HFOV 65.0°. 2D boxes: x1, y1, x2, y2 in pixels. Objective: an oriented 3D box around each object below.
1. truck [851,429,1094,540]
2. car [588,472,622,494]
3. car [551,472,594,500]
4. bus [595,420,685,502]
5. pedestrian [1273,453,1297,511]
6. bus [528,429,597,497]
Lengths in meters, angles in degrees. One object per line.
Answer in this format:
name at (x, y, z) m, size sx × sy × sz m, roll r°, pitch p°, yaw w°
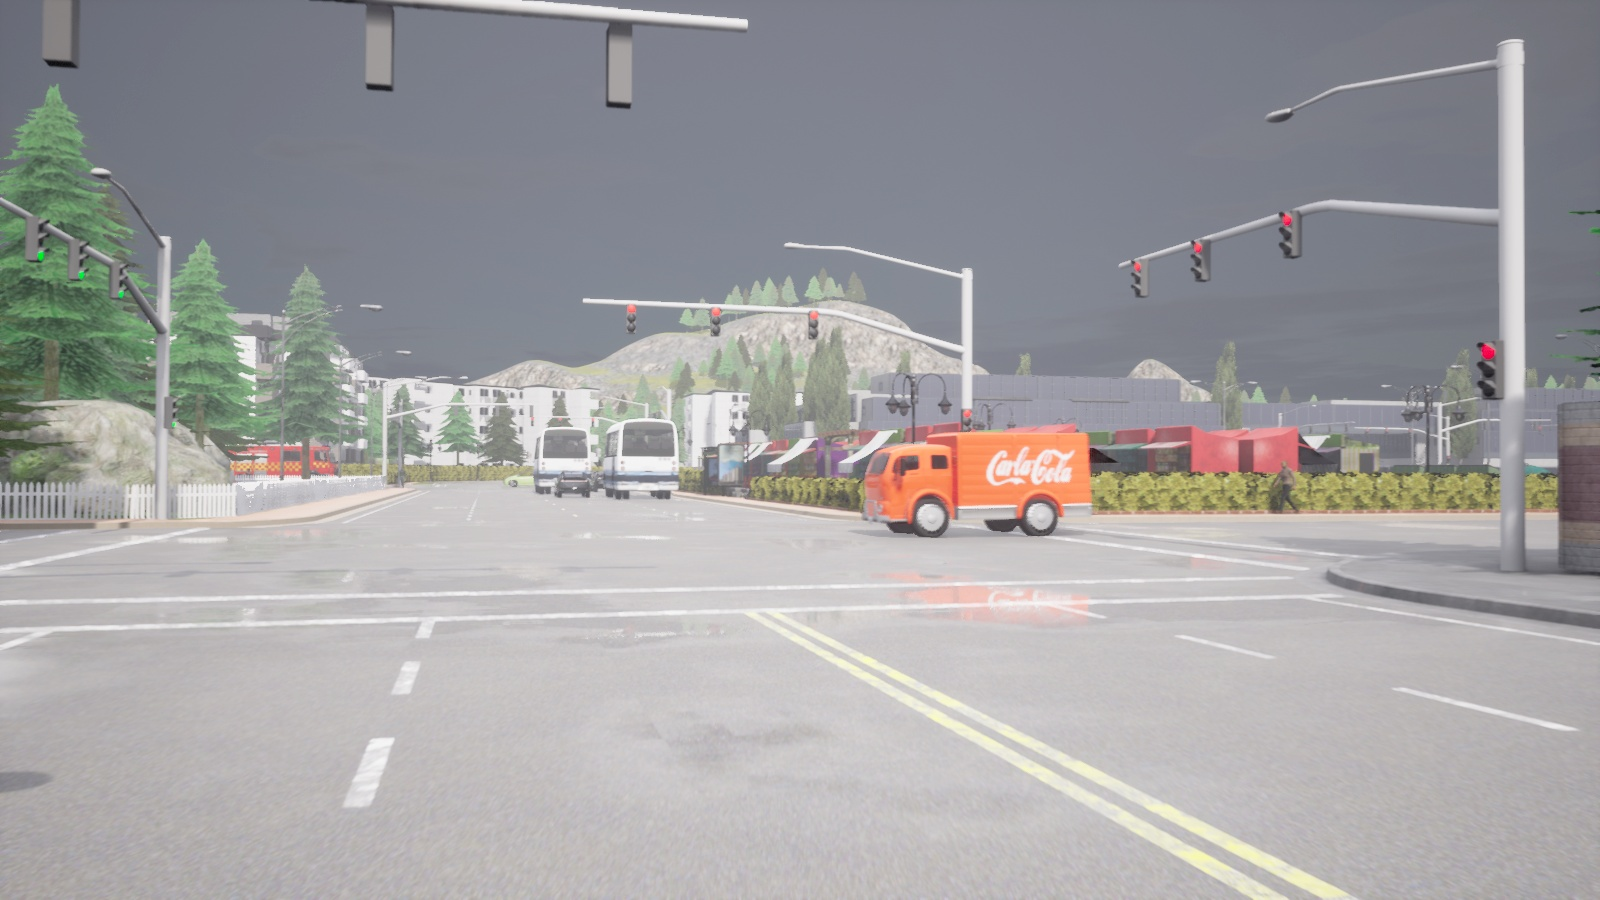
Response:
truck at (4.120, 0.790, 30.487) m, size 5.204 × 2.467 × 2.627 m, roll -1°, pitch -1°, yaw -14°
car at (-14.071, 2.333, 90.575) m, size 2.007 × 1.525 × 4.514 m, roll 0°, pitch -1°, yaw -14°
car at (-13.092, 2.030, 72.125) m, size 2.128 × 1.511 × 4.902 m, roll 0°, pitch -1°, yaw -14°
bus at (-9.179, 0.660, 70.841) m, size 3.944 × 4.253 × 10.273 m, roll 0°, pitch -1°, yaw -13°
pedestrian at (15.720, 1.031, 40.724) m, size 0.634 × 1.846 × 0.331 m, roll 0°, pitch -1°, yaw -16°
bus at (-15.969, 0.902, 83.700) m, size 3.944 × 4.253 × 10.273 m, roll 0°, pitch -1°, yaw -14°
